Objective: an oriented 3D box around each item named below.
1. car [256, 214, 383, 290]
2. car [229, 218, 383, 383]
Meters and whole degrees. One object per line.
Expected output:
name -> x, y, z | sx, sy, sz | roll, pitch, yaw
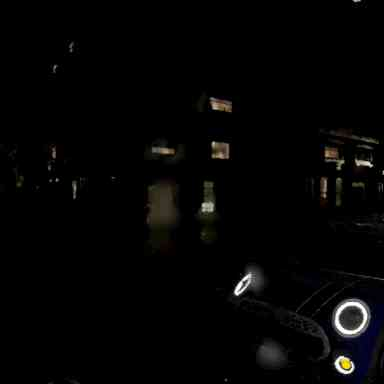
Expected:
car -> 4.134, 1.493, 9.596 | 4.507, 1.381, 1.887 | 0, 1, -36
car -> 2.725, 1.322, 5.280 | 4.553, 1.767, 2.097 | 0, 0, -36
